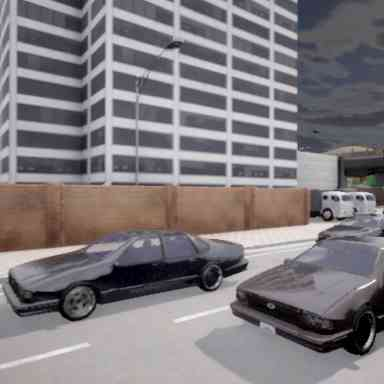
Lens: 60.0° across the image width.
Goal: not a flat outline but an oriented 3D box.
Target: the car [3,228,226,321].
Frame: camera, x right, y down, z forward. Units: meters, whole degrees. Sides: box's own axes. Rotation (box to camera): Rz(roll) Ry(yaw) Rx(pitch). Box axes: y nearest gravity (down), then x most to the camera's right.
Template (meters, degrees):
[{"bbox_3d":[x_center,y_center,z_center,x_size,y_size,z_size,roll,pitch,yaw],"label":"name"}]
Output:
[{"bbox_3d":[-1.120,1.560,7.491,5.357,1.411,2.033,0,0,-35],"label":"car"}]

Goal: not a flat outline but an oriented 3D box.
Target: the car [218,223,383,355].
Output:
[{"bbox_3d":[3.250,1.570,6.307,5.357,1.411,2.033,0,0,-35],"label":"car"}]

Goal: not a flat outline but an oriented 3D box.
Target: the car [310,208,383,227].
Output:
[{"bbox_3d":[7.322,1.598,13.498,5.357,1.411,2.033,0,0,-35],"label":"car"}]
